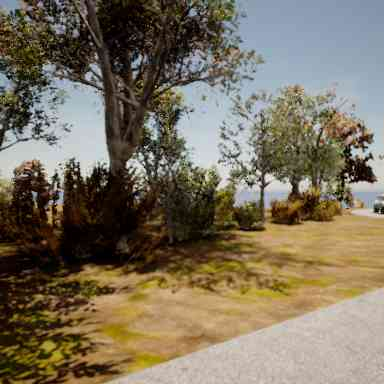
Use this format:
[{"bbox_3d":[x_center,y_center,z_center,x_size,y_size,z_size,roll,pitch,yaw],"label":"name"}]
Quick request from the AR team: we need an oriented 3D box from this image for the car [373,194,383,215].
[{"bbox_3d":[20.455,1.249,34.381,2.150,2.045,5.566,-1,0,15],"label":"car"}]
